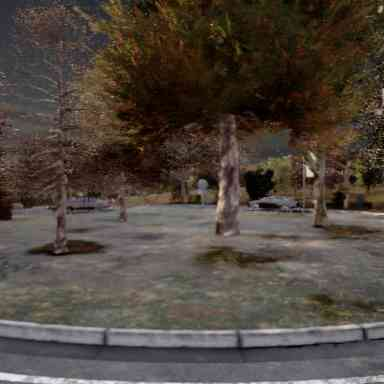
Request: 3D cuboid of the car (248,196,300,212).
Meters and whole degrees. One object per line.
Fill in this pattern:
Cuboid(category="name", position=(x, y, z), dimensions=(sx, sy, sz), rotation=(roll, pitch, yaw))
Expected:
Cuboid(category="car", position=(7.888, 1.082, 32.270), dimensions=(4.902, 1.511, 2.128), rotation=(1, 1, 31))

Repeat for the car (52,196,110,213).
Cuboid(category="car", position=(-10.408, 1.118, 30.918), dimensions=(5.357, 1.411, 2.033), rotation=(-1, 1, -39))
